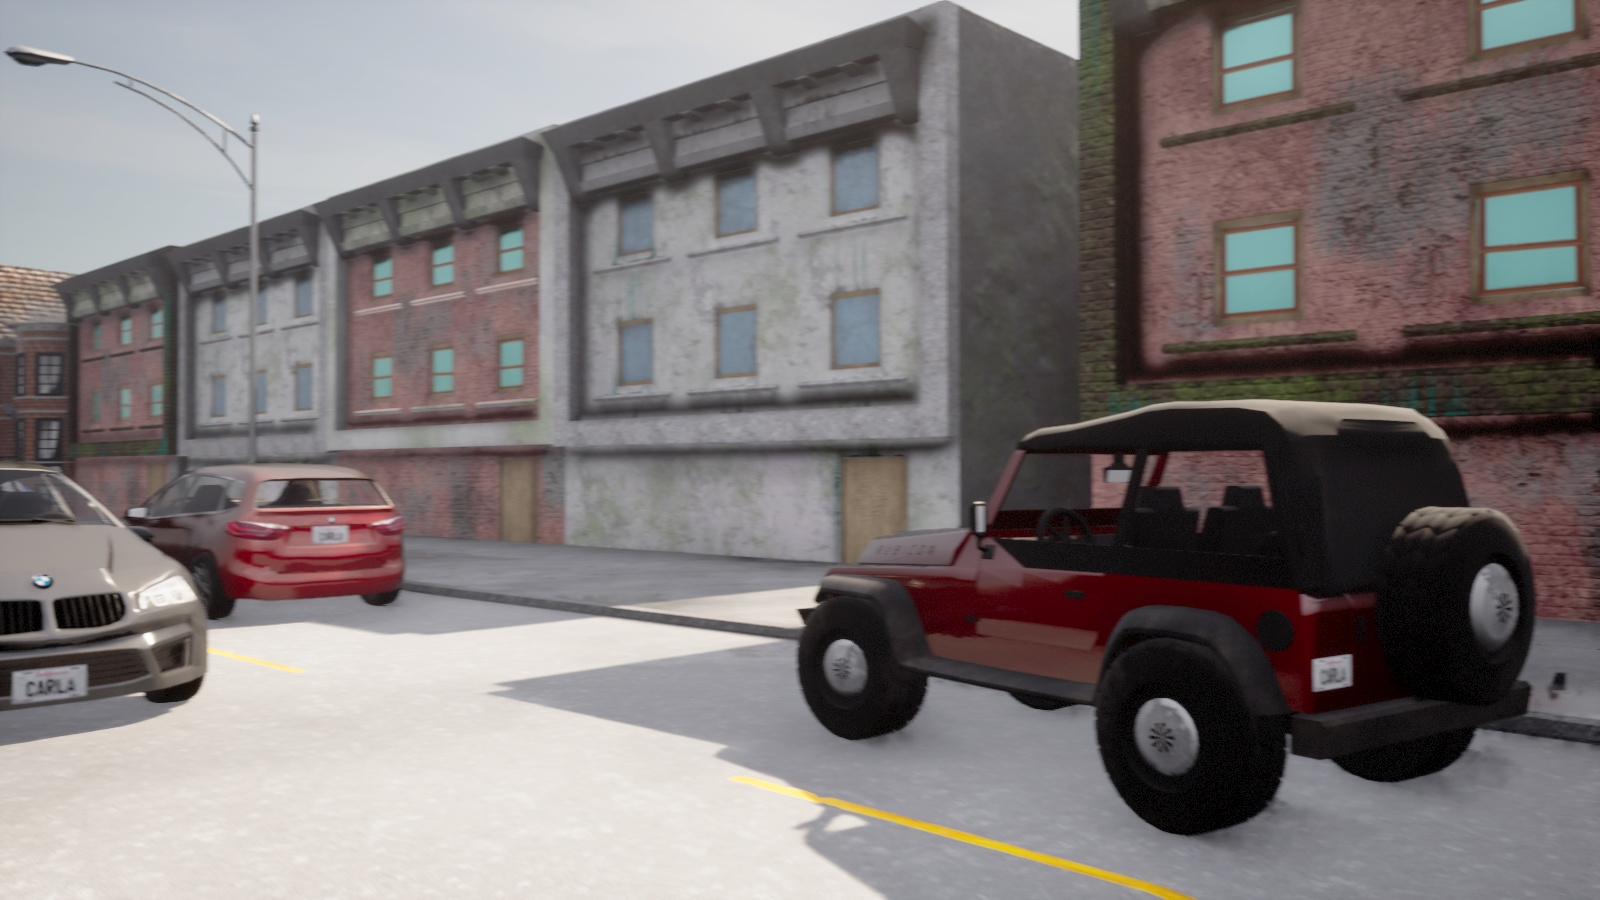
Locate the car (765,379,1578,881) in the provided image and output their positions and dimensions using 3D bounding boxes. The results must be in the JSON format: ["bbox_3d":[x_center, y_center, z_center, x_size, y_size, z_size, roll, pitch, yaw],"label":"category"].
[{"bbox_3d":[1.685,0.712,6.831,1.905,1.878,3.866,0,-1,-35],"label":"car"}]

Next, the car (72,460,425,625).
[{"bbox_3d":[-6.731,0.983,15.071,4.611,1.667,2.242,-1,-1,43],"label":"car"}]

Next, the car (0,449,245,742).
[{"bbox_3d":[-6.058,0.871,8.934,4.611,1.667,2.242,-1,-1,43],"label":"car"}]
